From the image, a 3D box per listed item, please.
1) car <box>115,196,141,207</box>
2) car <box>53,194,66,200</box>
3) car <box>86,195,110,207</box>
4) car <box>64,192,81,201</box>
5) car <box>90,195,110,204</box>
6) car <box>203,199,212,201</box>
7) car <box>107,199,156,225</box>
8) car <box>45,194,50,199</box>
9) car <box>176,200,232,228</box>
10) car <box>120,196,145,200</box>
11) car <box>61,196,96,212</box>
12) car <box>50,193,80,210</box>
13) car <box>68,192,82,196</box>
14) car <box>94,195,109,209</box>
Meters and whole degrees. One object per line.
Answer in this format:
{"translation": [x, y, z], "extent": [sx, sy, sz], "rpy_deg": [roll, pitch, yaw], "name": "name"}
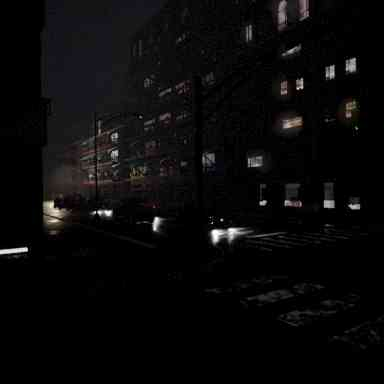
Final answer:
{"translation": [-8.950, 1.266, 46.015], "extent": [1.752, 1.417, 4.829], "rpy_deg": [-1, 1, -35], "name": "car"}
{"translation": [-31.402, 1.124, 78.645], "extent": [2.008, 1.369, 4.403], "rpy_deg": [-1, 1, -35], "name": "car"}
{"translation": [-13.746, 1.267, 48.323], "extent": [1.837, 1.490, 4.892], "rpy_deg": [-1, 1, -34], "name": "car"}
{"translation": [-24.962, 0.935, 69.280], "extent": [2.192, 1.841, 5.009], "rpy_deg": [-1, 1, -35], "name": "car"}
{"translation": [-15.393, 1.217, 55.378], "extent": [1.752, 1.417, 4.829], "rpy_deg": [-1, 1, -35], "name": "car"}
{"translation": [0.893, 1.360, 31.894], "extent": [1.887, 1.381, 4.507], "rpy_deg": [-1, 1, -35], "name": "car"}
{"translation": [-4.301, 1.509, 24.251], "extent": [1.887, 1.381, 4.507], "rpy_deg": [-1, 1, -35], "name": "car"}
{"translation": [-34.719, 1.075, 83.466], "extent": [1.752, 1.417, 4.829], "rpy_deg": [-1, 1, -35], "name": "car"}
{"translation": [0.690, 1.508, 21.793], "extent": [1.994, 1.385, 4.181], "rpy_deg": [-1, 1, -34], "name": "car"}
{"translation": [-5.033, 1.251, 30.103], "extent": [2.097, 1.767, 4.553], "rpy_deg": [-1, 1, -35], "name": "car"}
{"translation": [-12.534, 1.448, 36.443], "extent": [2.008, 1.369, 4.403], "rpy_deg": [-1, 1, -35], "name": "car"}
{"translation": [-15.755, 1.313, 41.123], "extent": [1.967, 1.590, 4.097], "rpy_deg": [-1, 1, -35], "name": "car"}
{"translation": [-19.699, 1.209, 56.885], "extent": [2.128, 1.511, 4.902], "rpy_deg": [-1, 1, -35], "name": "car"}
{"translation": [-11.004, 1.416, 38.802], "extent": [1.994, 1.385, 4.181], "rpy_deg": [-1, 1, -34], "name": "car"}
